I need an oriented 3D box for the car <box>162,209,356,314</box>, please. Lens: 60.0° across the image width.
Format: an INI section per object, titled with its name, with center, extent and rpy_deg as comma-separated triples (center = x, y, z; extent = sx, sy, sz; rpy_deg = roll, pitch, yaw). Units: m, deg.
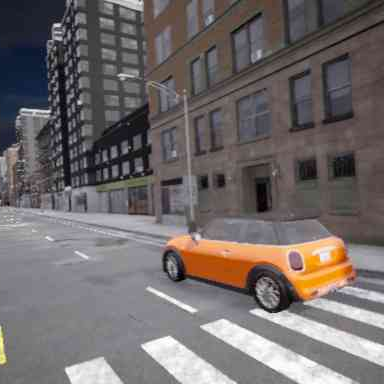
[car]
center = 1.151, 1.264, 7.718
extent = 2.097, 1.767, 4.553
rpy_deg = -3, 0, -37
